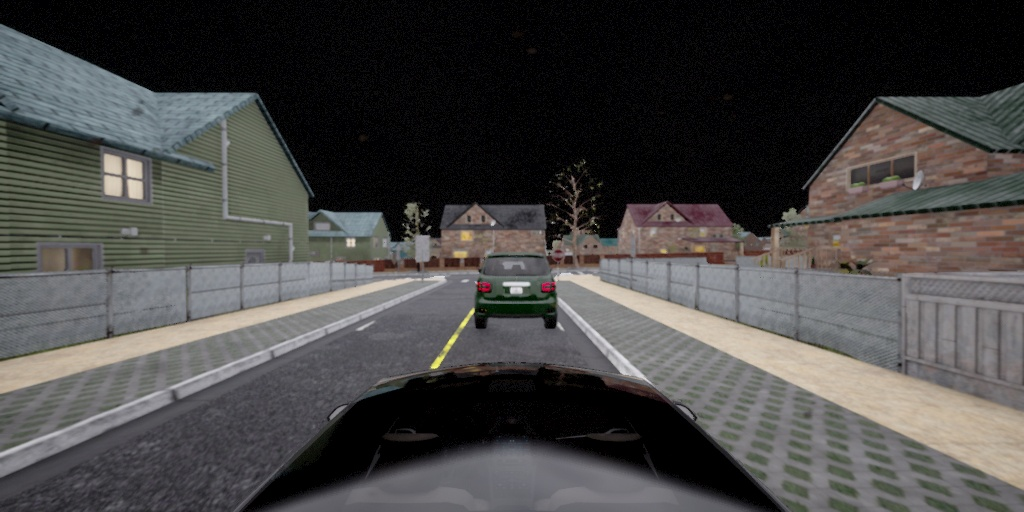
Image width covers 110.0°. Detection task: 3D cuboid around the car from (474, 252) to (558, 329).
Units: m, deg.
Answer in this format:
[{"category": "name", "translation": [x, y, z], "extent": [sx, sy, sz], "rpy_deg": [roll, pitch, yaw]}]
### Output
[{"category": "car", "translation": [0.097, 0.907, 11.123], "extent": [2.150, 2.045, 5.566], "rpy_deg": [0, 0, 0]}]

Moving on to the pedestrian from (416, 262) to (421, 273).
[{"category": "pedestrian", "translation": [-9.650, 0.797, 37.018], "extent": [0.375, 1.860, 0.375], "rpy_deg": [0, 3, 0]}]
